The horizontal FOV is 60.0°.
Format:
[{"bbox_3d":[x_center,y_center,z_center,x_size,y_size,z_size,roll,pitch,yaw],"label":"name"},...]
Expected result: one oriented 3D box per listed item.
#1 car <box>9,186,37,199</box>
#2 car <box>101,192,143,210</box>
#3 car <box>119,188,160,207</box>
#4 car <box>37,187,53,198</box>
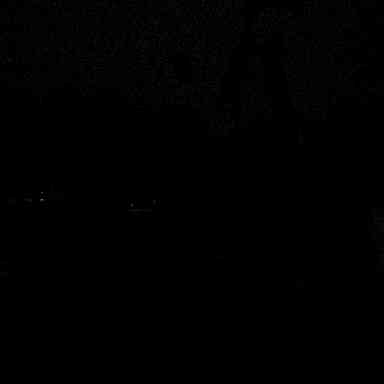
[{"bbox_3d":[-25.522,0.218,48.846,5.357,1.411,2.033,3,4,39],"label":"car"},{"bbox_3d":[-7.507,1.080,34.321,4.181,1.385,1.994,2,3,39],"label":"car"},{"bbox_3d":[-6.192,0.606,37.735,5.566,2.045,2.150,2,3,39],"label":"car"},{"bbox_3d":[-23.517,-0.095,51.717,4.553,1.767,2.097,3,4,39],"label":"car"}]
